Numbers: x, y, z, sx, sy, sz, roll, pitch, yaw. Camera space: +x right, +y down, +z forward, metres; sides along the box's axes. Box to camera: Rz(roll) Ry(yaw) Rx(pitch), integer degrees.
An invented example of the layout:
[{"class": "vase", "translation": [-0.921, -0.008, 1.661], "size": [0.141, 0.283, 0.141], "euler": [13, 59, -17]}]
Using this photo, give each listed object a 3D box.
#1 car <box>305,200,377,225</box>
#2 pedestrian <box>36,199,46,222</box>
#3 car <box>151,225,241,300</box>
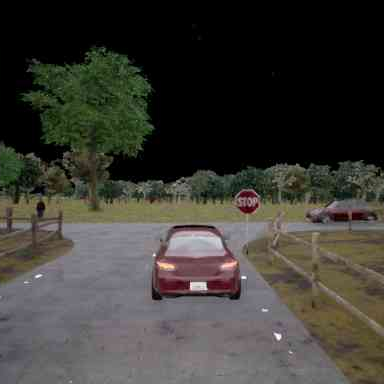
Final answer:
[{"class": "car", "translation": [10.405, 1.365, 23.514], "size": [4.553, 1.767, 2.097], "euler": [0, -1, -2]}, {"class": "pedestrian", "translation": [-12.155, 1.433, 26.719], "size": [0.375, 1.860, 0.375], "euler": [0, -1, 0]}, {"class": "car", "translation": [0.038, 1.538, 8.297], "size": [1.812, 1.442, 4.674], "euler": [0, 0, -2]}]
